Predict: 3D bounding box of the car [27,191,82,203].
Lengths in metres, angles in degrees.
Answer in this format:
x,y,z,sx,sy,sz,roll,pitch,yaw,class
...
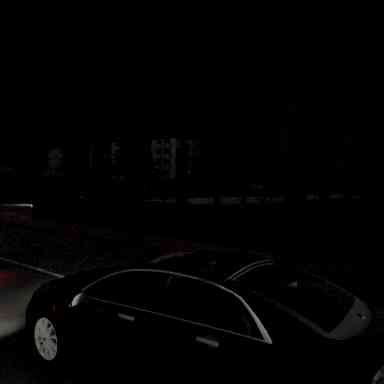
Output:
x,y,z,sx,sy,sz,roll,pitch,yaw,class
-14.531,0.595,36.158,2.033,1.411,5.357,2,1,38,car

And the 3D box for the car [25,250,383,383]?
x,y,z,sx,sy,sz,roll,pitch,yaw,class
-0.131,1.490,4.076,4.892,1.490,1.837,1,0,36,car

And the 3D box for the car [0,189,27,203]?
x,y,z,sx,sy,sz,roll,pitch,yaw,class
-19.463,0.419,35.495,2.128,1.511,4.902,2,1,38,car
